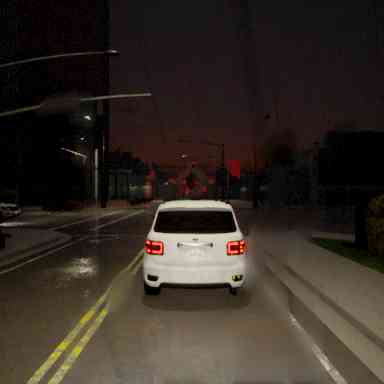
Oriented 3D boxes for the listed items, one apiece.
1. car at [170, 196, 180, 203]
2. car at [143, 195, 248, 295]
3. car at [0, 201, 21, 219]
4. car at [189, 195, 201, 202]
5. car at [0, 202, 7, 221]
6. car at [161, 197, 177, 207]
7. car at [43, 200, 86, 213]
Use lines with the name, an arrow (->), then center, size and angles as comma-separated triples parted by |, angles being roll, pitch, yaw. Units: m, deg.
car -> -3.430, 1.470, 67.792 | 1.994, 1.385, 4.181 | 0, 0, 0
car -> 0.078, 1.221, 8.832 | 2.150, 2.045, 5.566 | 0, 0, 0
car -> -17.291, 1.330, 27.570 | 5.566, 2.045, 2.150 | 0, 0, 0
car -> 0.828, 1.464, 78.702 | 1.882, 1.535, 5.008 | 0, 0, 12
car -> -16.221, 1.665, 24.074 | 4.181, 1.385, 1.994 | 0, 0, 0
car -> -3.535, 1.547, 51.513 | 2.033, 1.411, 5.357 | 0, 0, 0
car -> -14.562, 1.616, 38.038 | 4.674, 1.442, 1.812 | -1, 0, 1
